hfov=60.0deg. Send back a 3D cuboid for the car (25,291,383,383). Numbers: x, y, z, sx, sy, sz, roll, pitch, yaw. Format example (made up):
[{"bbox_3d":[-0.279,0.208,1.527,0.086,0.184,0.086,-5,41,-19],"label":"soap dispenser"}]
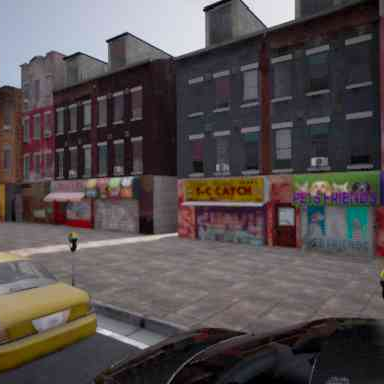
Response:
[{"bbox_3d":[1.075,1.564,2.054,4.313,1.339,1.947,0,-1,36],"label":"car"}]

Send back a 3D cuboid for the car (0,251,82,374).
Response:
[{"bbox_3d":[-3.575,1.525,5.371,4.829,1.417,1.752,0,-1,36],"label":"car"}]
